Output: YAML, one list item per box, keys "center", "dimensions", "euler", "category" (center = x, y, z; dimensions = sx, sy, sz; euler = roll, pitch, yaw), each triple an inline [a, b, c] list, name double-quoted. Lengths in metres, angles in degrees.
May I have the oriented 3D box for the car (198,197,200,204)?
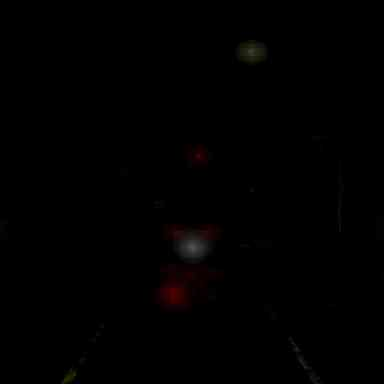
- center: [2.449, 1.895, 57.379]
  dimensions: [1.887, 1.381, 4.507]
  euler: [0, 0, -1]
  category: "car"

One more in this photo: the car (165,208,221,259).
- center: [0.049, 1.574, 12.847]
  dimensions: [2.128, 1.511, 4.902]
  euler: [0, -1, 0]
  category: "car"

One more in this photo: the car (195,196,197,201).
- center: [2.305, 2.000, 72.694]
  dimensions: [2.008, 1.369, 4.403]
  euler: [0, 0, -1]
  category: "car"

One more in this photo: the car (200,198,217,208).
- center: [2.552, 1.832, 46.491]
  dimensions: [2.008, 1.369, 4.403]
  euler: [0, 0, -1]
  category: "car"

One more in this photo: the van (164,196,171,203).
- center: [-6.362, 1.890, 87.630]
  dimensions: [1.690, 1.788, 3.998]
  euler: [0, 0, -1]
  category: "van"

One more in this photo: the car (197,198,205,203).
- center: [2.205, 2.085, 83.272]
  dimensions: [1.947, 1.339, 4.313]
  euler: [0, 0, -1]
  category: "car"

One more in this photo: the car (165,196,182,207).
- center: [-3.384, 1.936, 60.781]
  dimensions: [1.994, 1.385, 4.181]
  euler: [0, 0, 0]
  category: "car"

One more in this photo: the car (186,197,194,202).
- center: [-0.580, 1.981, 85.779]
  dimensions: [1.895, 1.301, 4.718]
  euler: [0, 0, -1]
  category: "car"

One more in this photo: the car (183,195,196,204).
- center: [-0.481, 1.984, 75.326]
  dimensions: [2.128, 1.511, 4.902]
  euler: [0, 0, -1]
  category: "car"

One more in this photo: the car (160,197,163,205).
- center: [-6.020, 1.864, 51.406]
  dimensions: [2.008, 1.369, 4.403]
  euler: [0, 0, -1]
  category: "car"

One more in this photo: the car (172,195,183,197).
- center: [-3.490, 1.944, 76.246]
  dimensions: [1.882, 1.535, 5.008]
  euler: [0, 0, -1]
  category: "car"

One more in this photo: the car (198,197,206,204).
- center: [2.253, 2.010, 78.153]
  dimensions: [1.752, 1.417, 4.829]
  euler: [0, 0, -1]
  category: "car"

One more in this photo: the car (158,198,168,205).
- center: [-6.207, 1.966, 71.220]
  dimensions: [1.752, 1.417, 4.829]
  euler: [0, 0, -1]
  category: "car"

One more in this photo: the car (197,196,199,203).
- center: [2.398, 1.936, 62.823]
  dimensions: [2.008, 1.369, 4.403]
  euler: [0, 0, -1]
  category: "car"

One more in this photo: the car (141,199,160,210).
- center: [-5.973, 1.833, 46.414]
  dimensions: [2.008, 1.369, 4.403]
  euler: [0, 0, -1]
  category: "car"

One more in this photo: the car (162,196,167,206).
- center: [-6.157, 1.972, 65.976]
  dimensions: [1.947, 1.339, 4.313]
  euler: [0, 0, -1]
  category: "car"

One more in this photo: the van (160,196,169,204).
- center: [-6.260, 1.818, 76.803]
  dimensions: [1.690, 1.788, 3.998]
  euler: [0, 0, -1]
  category: "van"
